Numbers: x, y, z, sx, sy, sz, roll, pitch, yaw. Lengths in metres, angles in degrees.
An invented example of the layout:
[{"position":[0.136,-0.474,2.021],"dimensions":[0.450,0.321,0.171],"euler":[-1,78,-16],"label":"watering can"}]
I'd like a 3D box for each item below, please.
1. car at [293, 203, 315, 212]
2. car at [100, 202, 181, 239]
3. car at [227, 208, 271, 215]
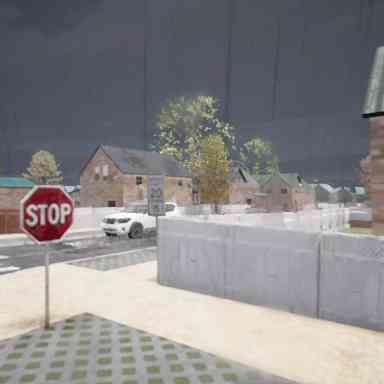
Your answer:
[{"position":[15.490,2.192,45.807],"dimensions":[2.097,1.767,4.553],"euler":[-1,-2,36],"label":"car"},{"position":[-2.893,1.624,20.271],"dimensions":[2.150,2.045,5.566],"euler":[-1,-2,36],"label":"car"},{"position":[3.772,2.123,24.546],"dimensions":[1.895,1.301,4.718],"euler":[-1,-2,36],"label":"car"}]
